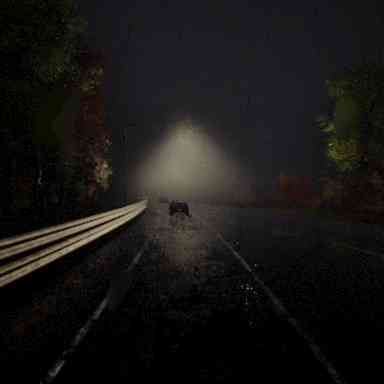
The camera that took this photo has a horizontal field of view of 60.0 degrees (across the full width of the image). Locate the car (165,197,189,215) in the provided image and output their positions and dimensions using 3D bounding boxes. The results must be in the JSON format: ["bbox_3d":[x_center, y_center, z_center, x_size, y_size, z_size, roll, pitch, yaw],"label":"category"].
[{"bbox_3d":[-1.420,1.501,34.328,2.128,1.511,4.902,0,0,-6],"label":"car"}]

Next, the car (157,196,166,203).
[{"bbox_3d":[-5.797,1.508,66.107,1.994,1.385,4.181,0,0,-11],"label":"car"}]
